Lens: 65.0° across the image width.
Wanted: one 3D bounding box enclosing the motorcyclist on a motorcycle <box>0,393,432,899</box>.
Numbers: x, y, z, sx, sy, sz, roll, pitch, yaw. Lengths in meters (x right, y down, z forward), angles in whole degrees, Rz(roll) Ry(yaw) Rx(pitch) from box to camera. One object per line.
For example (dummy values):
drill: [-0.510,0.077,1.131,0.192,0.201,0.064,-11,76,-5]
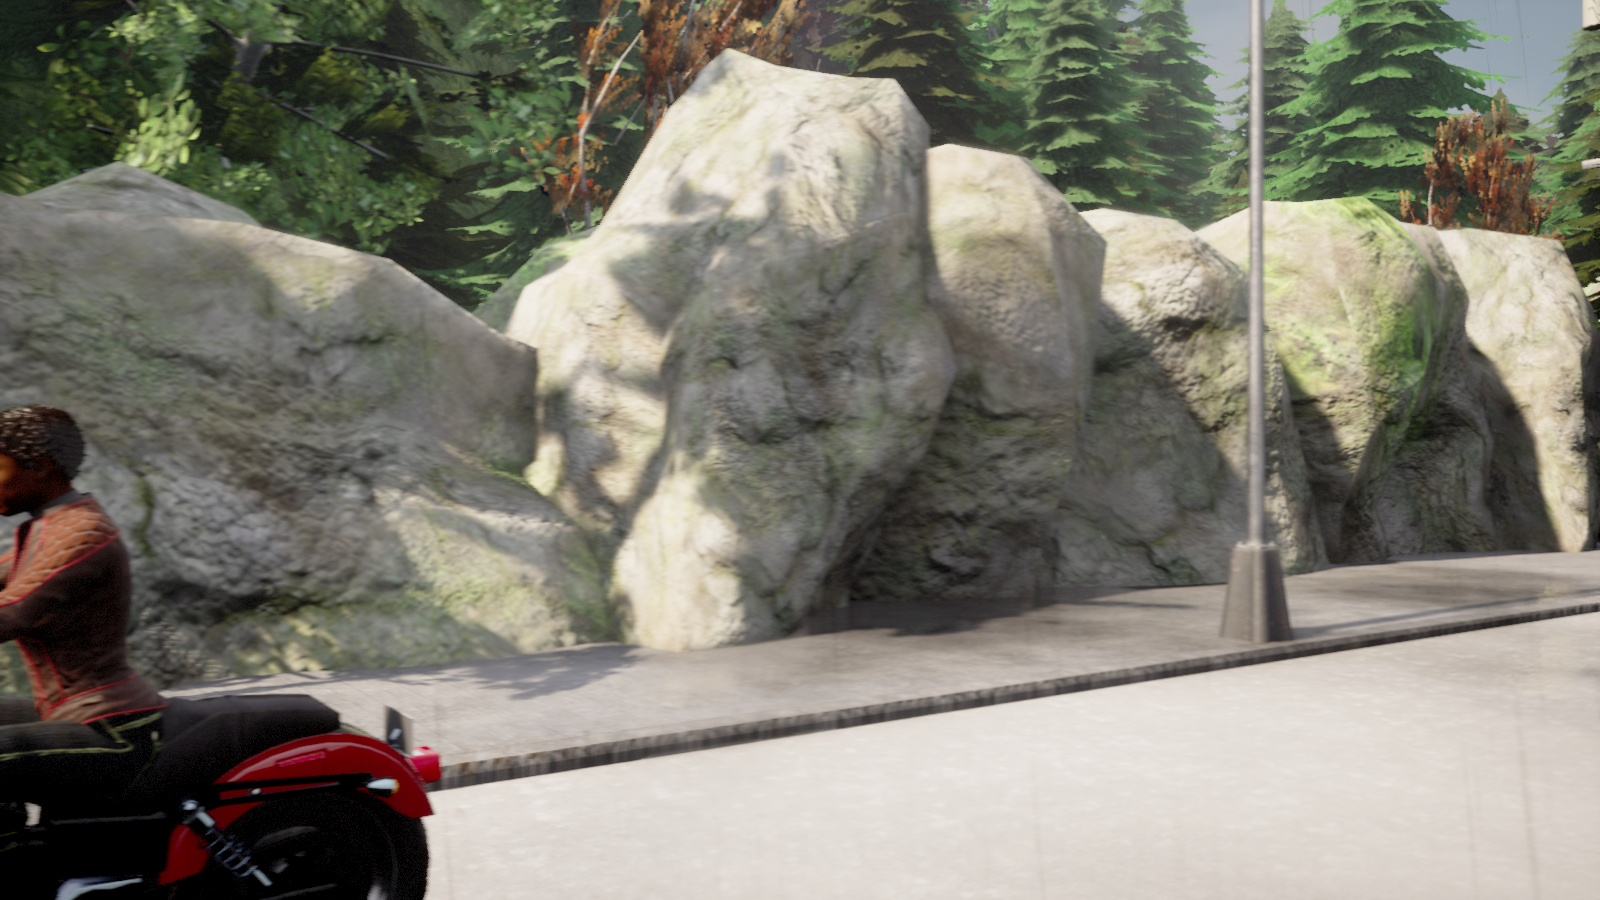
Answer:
motorcyclist on a motorcycle: [-2.109,0.706,2.800,2.350,1.649,0.766,0,0,-35]
